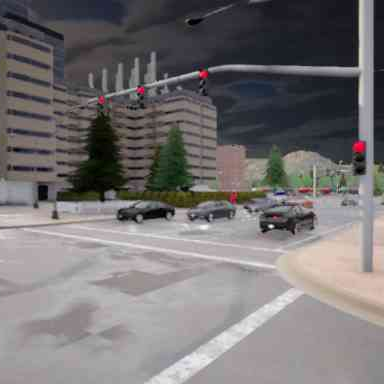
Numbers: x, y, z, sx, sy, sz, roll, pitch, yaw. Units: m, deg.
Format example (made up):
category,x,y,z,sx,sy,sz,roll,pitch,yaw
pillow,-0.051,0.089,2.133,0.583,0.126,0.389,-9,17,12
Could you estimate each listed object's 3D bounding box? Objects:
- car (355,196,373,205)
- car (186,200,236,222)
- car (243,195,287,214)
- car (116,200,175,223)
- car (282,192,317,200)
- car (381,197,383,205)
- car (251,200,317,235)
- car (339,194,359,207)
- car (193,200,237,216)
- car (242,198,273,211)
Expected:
category,x,y,z,sx,sy,sz,roll,pitch,yaw
car,28.134,1.367,54.365,1.895,1.301,4.718,0,0,37
car,1.504,1.393,25.076,1.837,1.490,4.892,0,0,37
car,7.156,1.348,32.597,2.128,1.511,4.902,0,0,37
car,-3.326,1.368,24.475,1.882,1.535,5.008,0,0,37
car,13.106,1.175,40.493,2.097,1.767,4.553,0,0,37
car,30.924,1.302,52.253,1.812,1.442,4.674,0,0,37
car,5.359,1.424,18.304,1.837,1.490,4.892,0,0,37
car,22.114,1.364,46.342,1.994,1.385,4.181,0,0,36
car,2.283,1.459,31.941,1.895,1.301,4.718,0,0,37
car,7.736,1.392,39.186,1.994,1.385,4.181,0,0,37
